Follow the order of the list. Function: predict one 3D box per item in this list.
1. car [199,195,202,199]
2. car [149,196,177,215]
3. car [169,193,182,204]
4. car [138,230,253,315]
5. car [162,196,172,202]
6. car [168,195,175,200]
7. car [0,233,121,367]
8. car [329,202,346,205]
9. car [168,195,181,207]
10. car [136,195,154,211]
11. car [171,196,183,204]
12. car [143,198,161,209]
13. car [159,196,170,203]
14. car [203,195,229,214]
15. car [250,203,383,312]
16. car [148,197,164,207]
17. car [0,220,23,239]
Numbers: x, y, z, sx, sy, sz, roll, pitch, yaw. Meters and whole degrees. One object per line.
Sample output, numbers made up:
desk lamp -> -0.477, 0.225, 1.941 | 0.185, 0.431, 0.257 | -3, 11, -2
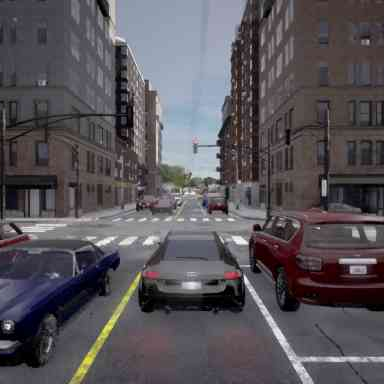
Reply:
car -> 2.614, 1.312, 51.222 | 2.192, 1.841, 5.009 | 0, 0, 0
car -> -2.894, 1.476, 33.729 | 1.882, 1.535, 5.008 | 0, 0, 0
car -> -2.845, 1.218, 53.163 | 2.150, 2.045, 5.566 | 0, 0, 1
car -> 0.014, 1.564, 7.677 | 1.994, 1.385, 4.181 | 0, 0, 1
car -> -5.511, 1.540, 73.223 | 1.887, 1.381, 4.507 | 0, 0, 0
car -> -5.528, 1.575, 89.735 | 1.802, 1.307, 4.206 | 0, 0, 0
car -> -2.733, 1.601, 5.920 | 1.895, 1.301, 4.718 | 0, 0, 2
car -> 8.989, 1.477, 22.609 | 4.892, 1.490, 1.837 | 0, 0, -3
car -> -2.891, 1.489, 43.284 | 2.128, 1.511, 4.902 | 0, 0, 0
car -> -5.476, 1.313, 40.201 | 2.192, 1.841, 5.009 | 0, 0, 0
car -> -2.849, 1.560, 63.222 | 1.994, 1.385, 4.181 | 0, 0, 1
car -> -5.482, 1.563, 45.705 | 1.947, 1.339, 4.313 | 0, 0, 0
car -> -5.505, 1.540, 67.720 | 1.887, 1.381, 4.507 | 0, 0, 0
car -> 2.651, 1.313, 34.710 | 2.192, 1.841, 5.009 | 0, 0, 0
car -> 2.628, 1.315, 7.654 | 2.192, 1.841, 5.009 | 0, 0, 0
car -> -5.488, 1.548, 51.209 | 2.008, 1.369, 4.403 | 0, 0, 0
car -> -5.397, 1.440, 7.642 | 1.967, 1.590, 4.097 | 0, 0, 0
